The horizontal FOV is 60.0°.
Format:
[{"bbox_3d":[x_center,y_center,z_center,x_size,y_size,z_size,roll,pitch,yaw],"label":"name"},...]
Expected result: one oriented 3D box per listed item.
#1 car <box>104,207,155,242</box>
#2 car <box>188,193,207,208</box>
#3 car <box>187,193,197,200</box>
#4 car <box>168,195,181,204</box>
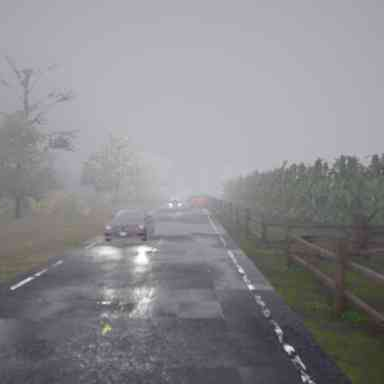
[{"bbox_3d":[-2.848,1.457,16.064,1.812,1.442,4.674,0,0,0],"label":"car"},{"bbox_3d":[0.907,1.139,44.072,2.097,1.767,4.553,0,0,1],"label":"car"},{"bbox_3d":[0.013,0.998,73.499,1.994,1.385,4.181,0,0,0],"label":"car"},{"bbox_3d":[-2.799,1.241,56.142,1.812,1.442,4.674,0,0,1],"label":"car"}]
